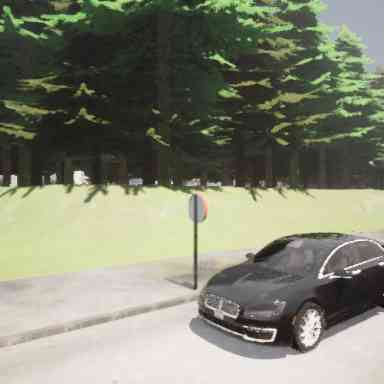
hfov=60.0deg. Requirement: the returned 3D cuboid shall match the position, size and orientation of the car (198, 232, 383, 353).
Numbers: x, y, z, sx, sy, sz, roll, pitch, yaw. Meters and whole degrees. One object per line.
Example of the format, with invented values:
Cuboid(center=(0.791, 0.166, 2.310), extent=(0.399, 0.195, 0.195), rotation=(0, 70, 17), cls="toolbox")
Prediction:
Cuboid(center=(2.332, 1.588, 6.403), extent=(4.892, 1.490, 1.837), rotation=(0, -1, -37), cls="car")
